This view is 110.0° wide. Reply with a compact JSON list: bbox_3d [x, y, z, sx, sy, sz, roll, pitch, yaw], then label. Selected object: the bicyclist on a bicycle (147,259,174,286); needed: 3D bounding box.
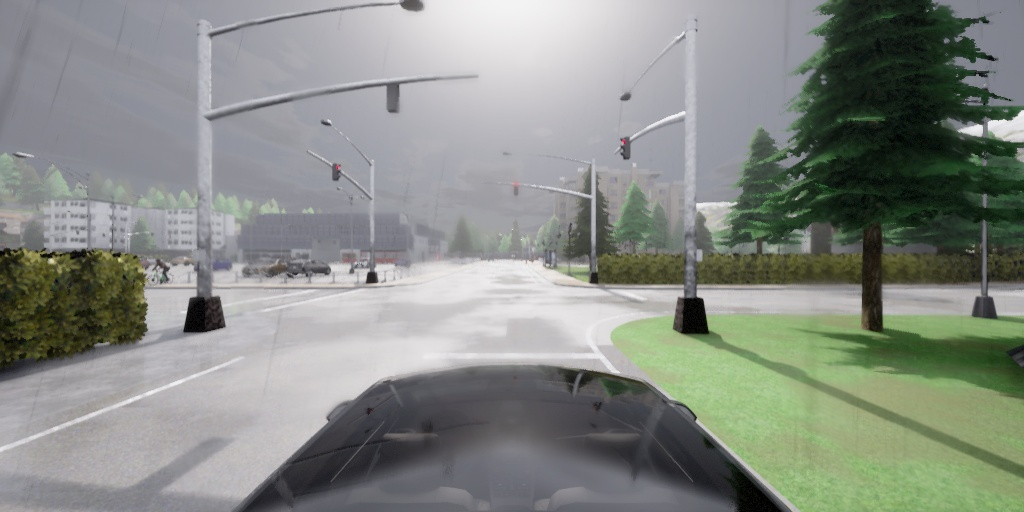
[{"bbox_3d":[-21.761,1.006,22.212,0.582,1.620,1.656,0,0,1],"label":"bicyclist on a bicycle"}]
